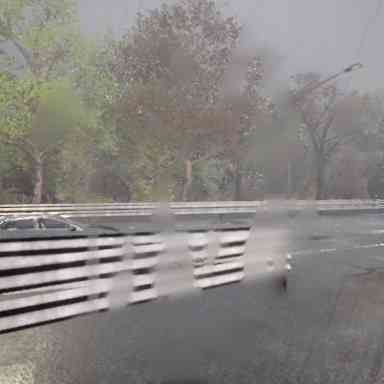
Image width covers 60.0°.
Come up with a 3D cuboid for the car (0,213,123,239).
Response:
[{"bbox_3d":[-4.570,1.425,10.487,4.902,1.511,2.128,0,0,-22],"label":"car"}]
